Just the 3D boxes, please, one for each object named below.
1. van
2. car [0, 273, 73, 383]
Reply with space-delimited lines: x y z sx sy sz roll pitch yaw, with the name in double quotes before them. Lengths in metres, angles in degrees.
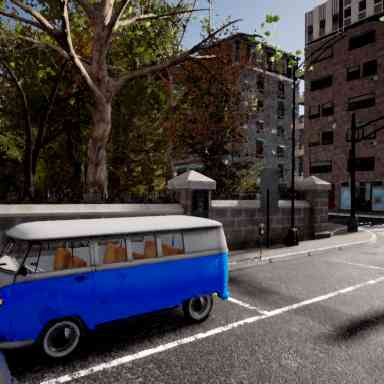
"van" -1.220 1.342 5.631 3.998 1.788 1.690 0 1 -36
"car" -3.384 1.547 0.957 5.357 1.411 2.033 0 0 -35
